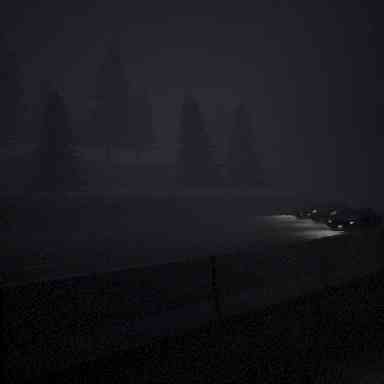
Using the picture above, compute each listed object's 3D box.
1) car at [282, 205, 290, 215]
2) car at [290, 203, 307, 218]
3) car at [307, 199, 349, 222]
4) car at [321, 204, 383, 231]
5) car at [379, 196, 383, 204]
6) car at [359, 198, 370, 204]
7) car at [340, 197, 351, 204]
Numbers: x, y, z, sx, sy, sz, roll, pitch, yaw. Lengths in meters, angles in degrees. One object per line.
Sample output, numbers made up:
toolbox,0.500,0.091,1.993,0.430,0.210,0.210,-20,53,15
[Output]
car,12.220,1.994,38.858,1.994,1.385,4.181,-1,-1,41
car,12.054,1.862,33.410,1.837,1.490,4.892,-1,-2,43
car,12.002,1.636,28.316,2.097,1.767,4.553,-1,-1,44
car,11.059,1.758,22.366,5.357,1.411,2.033,0,-1,-44
car,36.139,1.689,61.812,2.150,2.045,5.566,-1,-1,27
car,35.385,1.968,68.290,1.812,1.442,4.674,-1,-1,25
car,34.018,1.875,73.877,1.994,1.385,4.181,-1,-1,23
